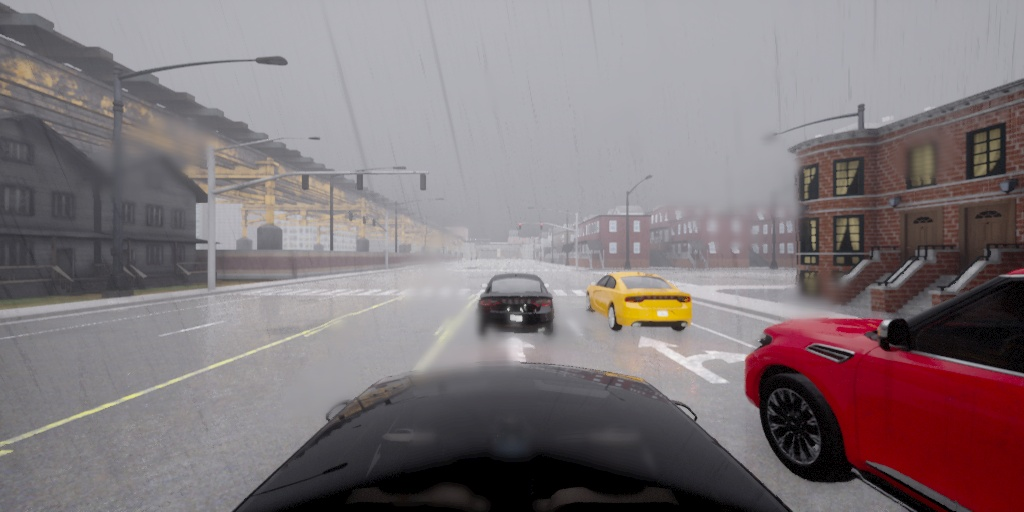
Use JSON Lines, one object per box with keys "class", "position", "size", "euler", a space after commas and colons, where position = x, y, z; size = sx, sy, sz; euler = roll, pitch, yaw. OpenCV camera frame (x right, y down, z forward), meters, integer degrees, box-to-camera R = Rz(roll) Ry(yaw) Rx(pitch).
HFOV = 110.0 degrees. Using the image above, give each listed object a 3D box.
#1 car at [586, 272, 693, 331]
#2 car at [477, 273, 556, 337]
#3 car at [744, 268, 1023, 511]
{"class": "car", "position": [3.609, 1.226, 11.055], "size": [1.882, 1.535, 5.008], "euler": [0, 0, 0]}
{"class": "car", "position": [0.107, 1.226, 10.353], "size": [1.882, 1.535, 5.008], "euler": [0, 0, 0]}
{"class": "car", "position": [3.598, 0.971, 1.530], "size": [2.150, 2.045, 5.566], "euler": [0, 0, 0]}
